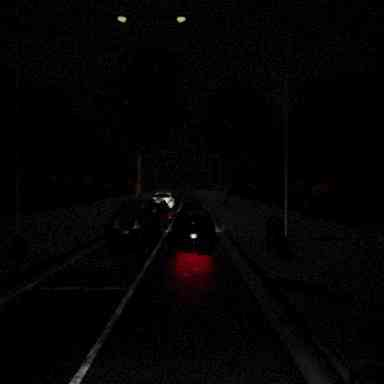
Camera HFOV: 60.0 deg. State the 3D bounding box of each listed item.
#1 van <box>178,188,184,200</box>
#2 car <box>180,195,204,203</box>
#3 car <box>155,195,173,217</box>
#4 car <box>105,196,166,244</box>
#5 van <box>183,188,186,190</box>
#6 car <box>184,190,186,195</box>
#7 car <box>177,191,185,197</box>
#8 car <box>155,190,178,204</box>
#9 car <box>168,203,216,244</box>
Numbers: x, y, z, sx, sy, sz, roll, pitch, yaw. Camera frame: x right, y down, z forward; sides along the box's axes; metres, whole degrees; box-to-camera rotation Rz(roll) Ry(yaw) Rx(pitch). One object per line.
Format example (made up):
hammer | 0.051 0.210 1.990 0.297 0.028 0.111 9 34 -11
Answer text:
van | -2.753 0.715 60.329 1.690 1.788 3.998 0 1 0
car | 0.032 1.337 32.357 1.837 1.490 4.892 0 1 0
car | -3.076 1.339 29.942 1.882 1.535 5.008 0 1 0
car | -2.681 1.304 15.972 2.192 1.841 5.009 -1 0 0
van | -2.771 0.445 71.417 1.690 1.788 3.998 1 1 0
car | -2.764 0.796 65.878 2.008 1.369 4.403 1 1 0
car | -2.792 0.368 82.504 1.802 1.307 4.206 1 2 0
car | -3.056 1.003 36.968 2.150 2.045 5.566 0 1 0
car | 0.064 1.496 15.762 1.837 1.490 4.892 0 0 0
